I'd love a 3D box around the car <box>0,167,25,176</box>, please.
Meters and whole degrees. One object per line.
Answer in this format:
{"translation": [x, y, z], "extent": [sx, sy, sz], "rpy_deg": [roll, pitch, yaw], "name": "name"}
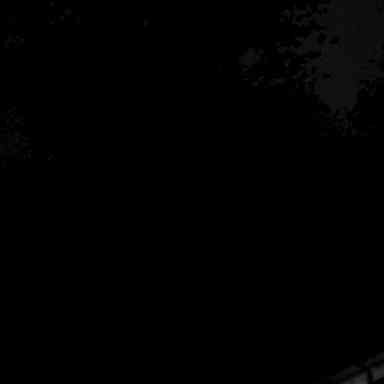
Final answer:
{"translation": [-45.295, -5.147, 83.437], "extent": [2.435, 2.045, 5.566], "rpy_deg": [5, 3, 37], "name": "car"}
